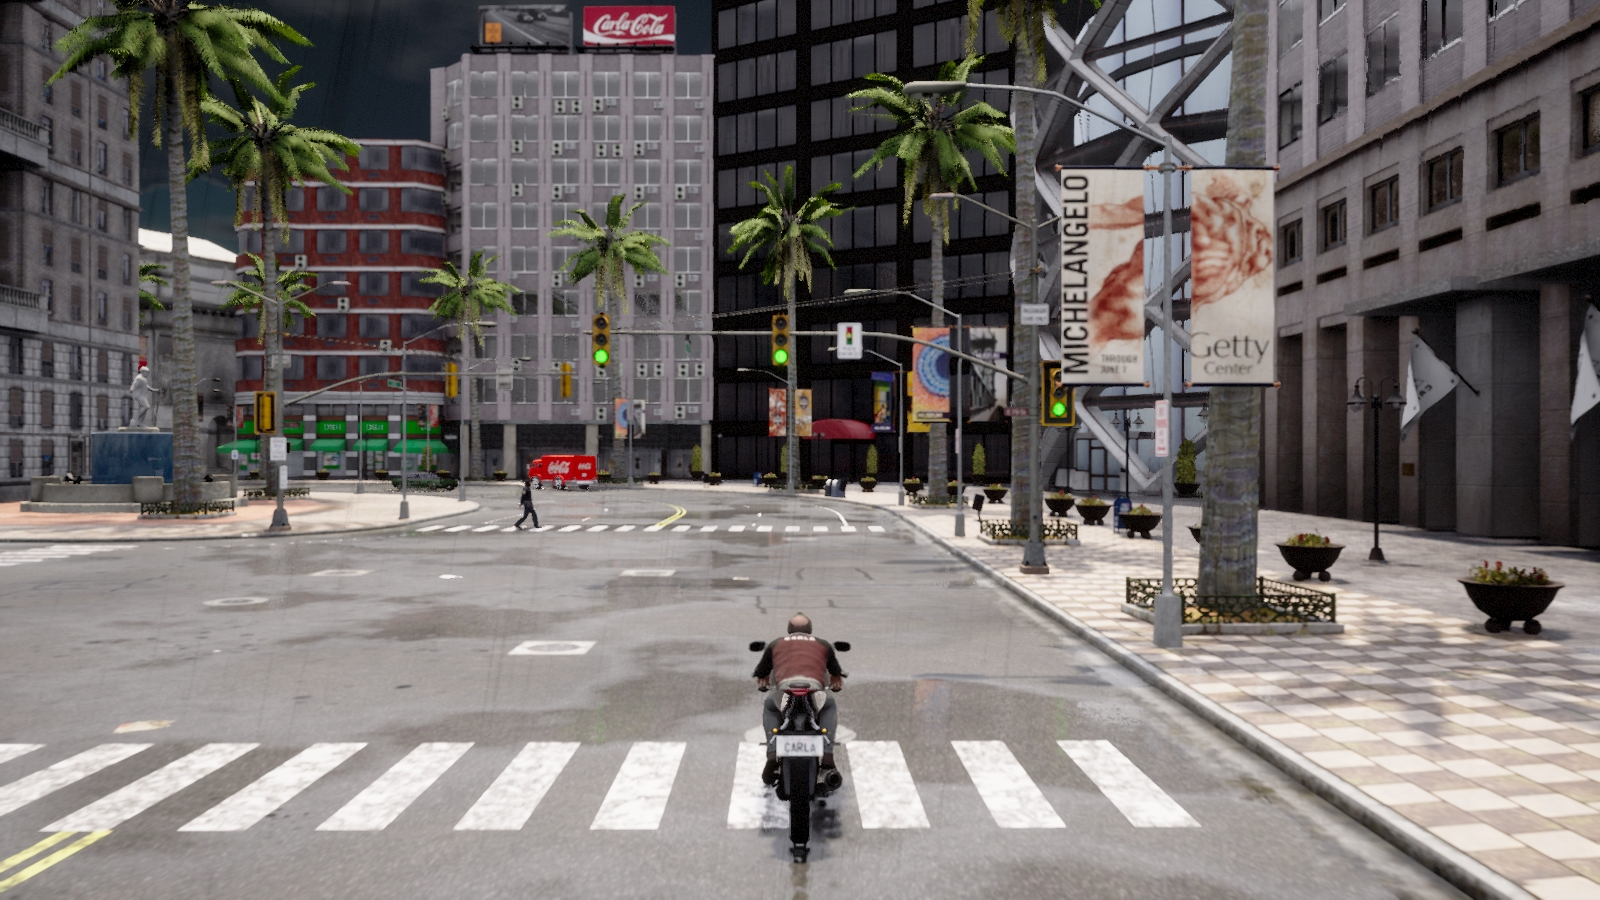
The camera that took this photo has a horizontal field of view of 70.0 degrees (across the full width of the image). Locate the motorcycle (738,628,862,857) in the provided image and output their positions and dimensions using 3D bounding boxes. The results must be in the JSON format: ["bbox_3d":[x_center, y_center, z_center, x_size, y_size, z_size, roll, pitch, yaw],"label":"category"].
[{"bbox_3d":[-0.002,2.213,9.081,0.867,1.251,2.209,0,0,0],"label":"motorcycle"}]

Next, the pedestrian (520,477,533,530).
[{"bbox_3d":[-9.657,1.880,40.318,0.375,1.860,0.375,0,0,-4],"label":"pedestrian"}]

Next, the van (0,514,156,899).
[{"bbox_3d":[-3.506,1.537,1.498,1.988,2.561,5.915,0,0,0],"label":"van"}]
